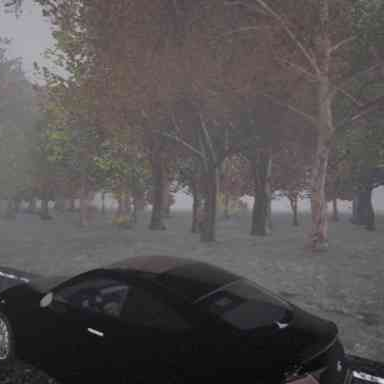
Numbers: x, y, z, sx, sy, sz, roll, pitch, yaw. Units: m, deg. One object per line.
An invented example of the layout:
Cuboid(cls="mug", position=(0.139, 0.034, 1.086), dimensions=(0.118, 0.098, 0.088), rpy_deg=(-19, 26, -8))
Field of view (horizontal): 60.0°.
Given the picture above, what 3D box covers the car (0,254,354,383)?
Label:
Cuboid(cls="car", position=(-0.641, 1.516, 4.031), dimensions=(4.674, 1.442, 1.812), rpy_deg=(1, 0, 36))
